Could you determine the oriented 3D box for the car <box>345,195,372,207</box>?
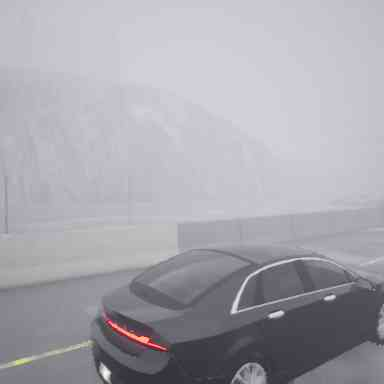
[{"bbox_3d":[23.574,1.163,45.890,4.553,1.767,2.097,0,0,-39],"label":"car"}]

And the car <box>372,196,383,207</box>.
[{"bbox_3d":[25.813,1.161,43.200,4.553,1.767,2.097,0,0,-39],"label":"car"}]

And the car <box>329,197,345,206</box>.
[{"bbox_3d":[22.159,1.410,49.254,4.718,1.301,1.895,0,0,-39],"label":"car"}]

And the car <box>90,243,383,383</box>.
[{"bbox_3d":[1.100,1.490,4.677,4.892,1.490,1.837,0,0,-37],"label":"car"}]
